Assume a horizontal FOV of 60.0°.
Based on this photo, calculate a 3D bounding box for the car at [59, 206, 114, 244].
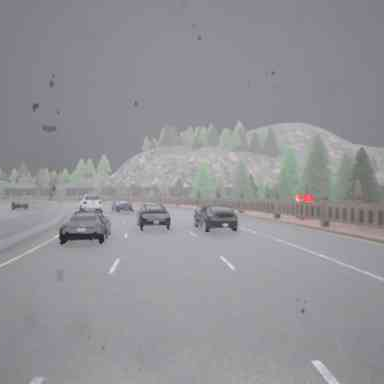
[{"bbox_3d":[-5.087,1.590,16.209,1.994,1.385,4.181,0,0,-10],"label":"car"}]

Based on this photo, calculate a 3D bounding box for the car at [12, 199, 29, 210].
[{"bbox_3d":[-23.929,1.703,46.388,1.882,1.535,5.008,0,-1,-31],"label":"car"}]

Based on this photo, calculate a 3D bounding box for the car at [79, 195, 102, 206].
[{"bbox_3d":[-11.806,1.324,38.552,2.150,2.045,5.566,0,0,-23],"label":"car"}]

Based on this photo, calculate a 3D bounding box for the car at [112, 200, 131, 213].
[{"bbox_3d":[-8.146,1.600,38.724,1.812,1.442,4.674,0,0,-23],"label":"car"}]

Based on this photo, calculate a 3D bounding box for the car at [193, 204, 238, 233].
[{"bbox_3d":[1.319,1.499,19.959,1.837,1.490,4.892,0,0,-11],"label":"car"}]

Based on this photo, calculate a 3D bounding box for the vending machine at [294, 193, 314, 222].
[{"bbox_3d":[8.395,1.152,24.956,1.100,2.100,0.880,0,0,-13],"label":"vending machine"}]

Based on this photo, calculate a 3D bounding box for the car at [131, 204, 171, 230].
[{"bbox_3d":[-2.549,1.508,21.320,2.128,1.511,4.902,0,0,-13],"label":"car"}]
